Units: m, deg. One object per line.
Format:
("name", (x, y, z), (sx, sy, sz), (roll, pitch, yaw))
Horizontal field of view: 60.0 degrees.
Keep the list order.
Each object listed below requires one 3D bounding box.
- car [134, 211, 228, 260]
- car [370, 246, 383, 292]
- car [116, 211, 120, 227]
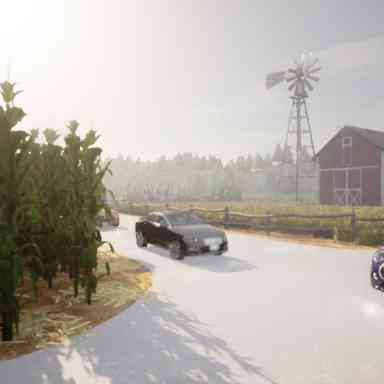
("car", (-0.595, 1.492, 12.620), (2.128, 1.511, 4.902), (0, 0, -32))
("car", (6.098, 1.350, 7.551), (4.553, 1.767, 2.097), (0, 0, -33))
("car", (-6.375, 1.353, 21.896), (2.097, 1.767, 4.553), (0, 0, -32))
